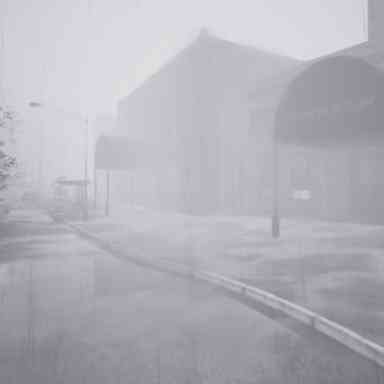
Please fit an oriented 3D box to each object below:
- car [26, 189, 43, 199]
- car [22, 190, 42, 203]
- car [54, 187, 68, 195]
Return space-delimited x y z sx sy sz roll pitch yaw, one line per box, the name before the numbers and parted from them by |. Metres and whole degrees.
car | -27.198 0.334 57.605 2.128 1.511 4.902 0 1 -20
car | -21.915 0.620 45.190 2.128 1.511 4.902 0 1 -24
car | -30.449 0.064 76.462 2.097 1.535 5.008 0 1 -17
